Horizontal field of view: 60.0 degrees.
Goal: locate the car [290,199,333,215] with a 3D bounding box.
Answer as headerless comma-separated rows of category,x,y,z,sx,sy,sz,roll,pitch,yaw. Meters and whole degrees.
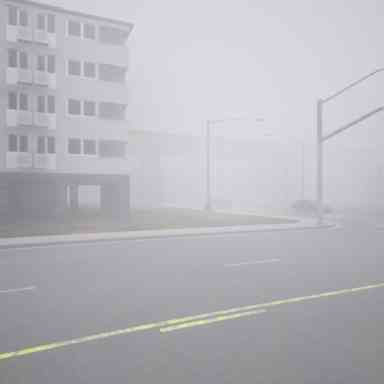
car,12.355,1.496,34.658,1.837,1.490,4.892,0,0,-25

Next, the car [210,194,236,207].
car,4.722,1.482,51.315,2.128,1.511,4.902,0,0,-21

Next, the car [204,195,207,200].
car,3.608,1.206,67.468,1.837,1.490,4.892,0,0,15
